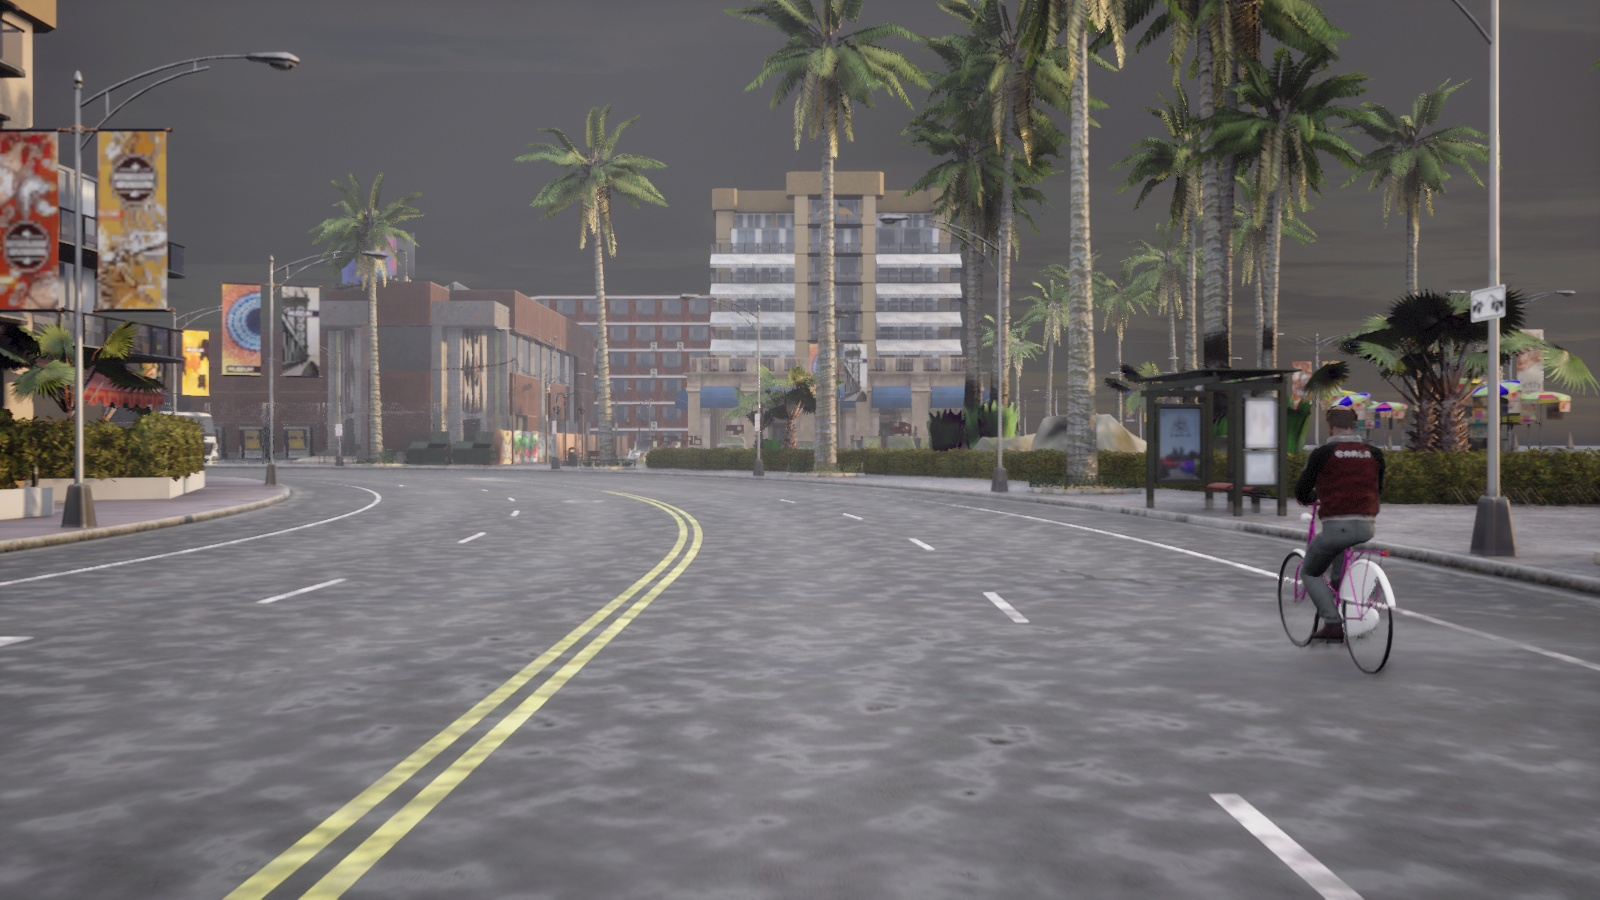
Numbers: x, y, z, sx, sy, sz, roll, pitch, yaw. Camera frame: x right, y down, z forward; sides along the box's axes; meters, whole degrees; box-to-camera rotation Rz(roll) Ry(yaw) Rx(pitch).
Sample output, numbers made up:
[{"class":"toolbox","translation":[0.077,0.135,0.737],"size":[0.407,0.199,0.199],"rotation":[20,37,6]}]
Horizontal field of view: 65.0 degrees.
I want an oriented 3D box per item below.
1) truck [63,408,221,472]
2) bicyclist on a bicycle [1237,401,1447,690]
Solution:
[{"class":"truck","translation":[-36.537,-0.540,69.773],"size":[7.936,3.462,2.891],"rotation":[0,0,16]},{"class":"bicyclist on a bicycle","translation":[3.653,0.586,8.648],"size":[0.659,1.776,1.843],"rotation":[0,0,0]}]
